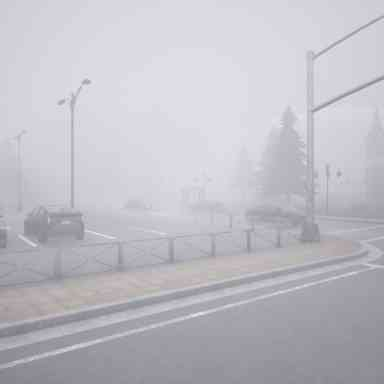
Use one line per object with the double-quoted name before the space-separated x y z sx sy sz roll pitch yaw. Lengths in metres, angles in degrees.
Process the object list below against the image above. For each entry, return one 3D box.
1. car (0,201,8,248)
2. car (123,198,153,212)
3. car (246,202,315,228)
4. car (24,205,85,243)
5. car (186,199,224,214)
"car" -8.898 1.331 13.418 2.152 1.636 5.027 0 0 -36
"car" -6.348 1.491 39.024 2.128 1.511 4.902 0 0 -36
"car" 5.839 1.477 22.468 1.882 1.535 5.008 0 0 -36
"car" -6.387 1.340 15.298 2.007 1.523 4.514 0 0 -36
"car" 1.334 1.504 34.811 1.837 1.490 4.892 0 0 -36
